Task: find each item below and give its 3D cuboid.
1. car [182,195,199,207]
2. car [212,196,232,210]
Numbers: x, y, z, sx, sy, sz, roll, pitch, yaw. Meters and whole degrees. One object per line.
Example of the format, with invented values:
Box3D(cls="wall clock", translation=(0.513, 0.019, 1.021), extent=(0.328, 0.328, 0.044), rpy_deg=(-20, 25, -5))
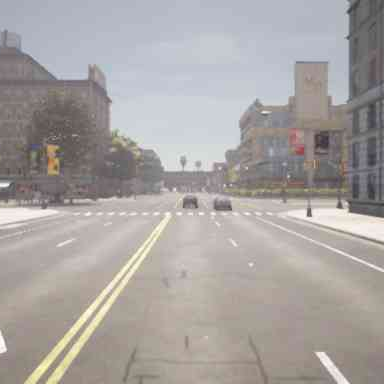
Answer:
Box3D(cls="car", translation=(-0.223, 1.100, 41.979), extent=(1.837, 1.490, 4.892), rpy_deg=(0, 1, -1))
Box3D(cls="car", translation=(3.328, 1.187, 37.358), extent=(2.033, 1.411, 5.357), rpy_deg=(0, 1, -1))
